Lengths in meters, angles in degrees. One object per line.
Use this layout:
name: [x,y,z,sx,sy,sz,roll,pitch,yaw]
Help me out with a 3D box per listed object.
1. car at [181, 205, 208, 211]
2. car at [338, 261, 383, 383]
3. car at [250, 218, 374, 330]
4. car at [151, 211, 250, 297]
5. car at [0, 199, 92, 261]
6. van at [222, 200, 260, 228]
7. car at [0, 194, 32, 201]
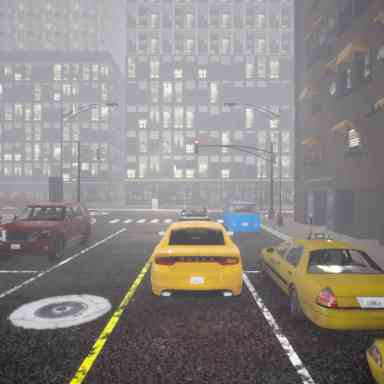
car: [0.133,1.497,19.095,2.128,1.511,4.902,0,0,0]
car: [2.570,1.525,1.372,1.752,1.417,4.829,0,0,0]
car: [2.579,1.527,7.012,1.752,1.417,4.829,0,0,0]
car: [0.112,1.479,8.623,1.882,1.535,5.008,0,0,0]
car: [-5.292,1.318,12.495,2.192,1.841,5.009,0,0,0]
van: [2.597,1.346,18.122,1.690,1.788,3.998,0,0,0]
car: [-20.815,1.112,38.136,5.009,1.841,2.192,1,-1,0]
